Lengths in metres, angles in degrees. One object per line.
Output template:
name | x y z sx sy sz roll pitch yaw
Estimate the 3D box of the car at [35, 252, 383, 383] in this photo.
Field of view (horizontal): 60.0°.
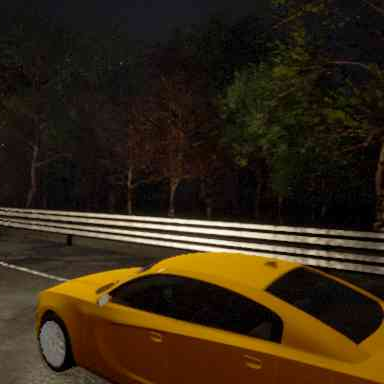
car | 0.135 1.468 3.907 5.008 1.535 1.882 0 0 36
